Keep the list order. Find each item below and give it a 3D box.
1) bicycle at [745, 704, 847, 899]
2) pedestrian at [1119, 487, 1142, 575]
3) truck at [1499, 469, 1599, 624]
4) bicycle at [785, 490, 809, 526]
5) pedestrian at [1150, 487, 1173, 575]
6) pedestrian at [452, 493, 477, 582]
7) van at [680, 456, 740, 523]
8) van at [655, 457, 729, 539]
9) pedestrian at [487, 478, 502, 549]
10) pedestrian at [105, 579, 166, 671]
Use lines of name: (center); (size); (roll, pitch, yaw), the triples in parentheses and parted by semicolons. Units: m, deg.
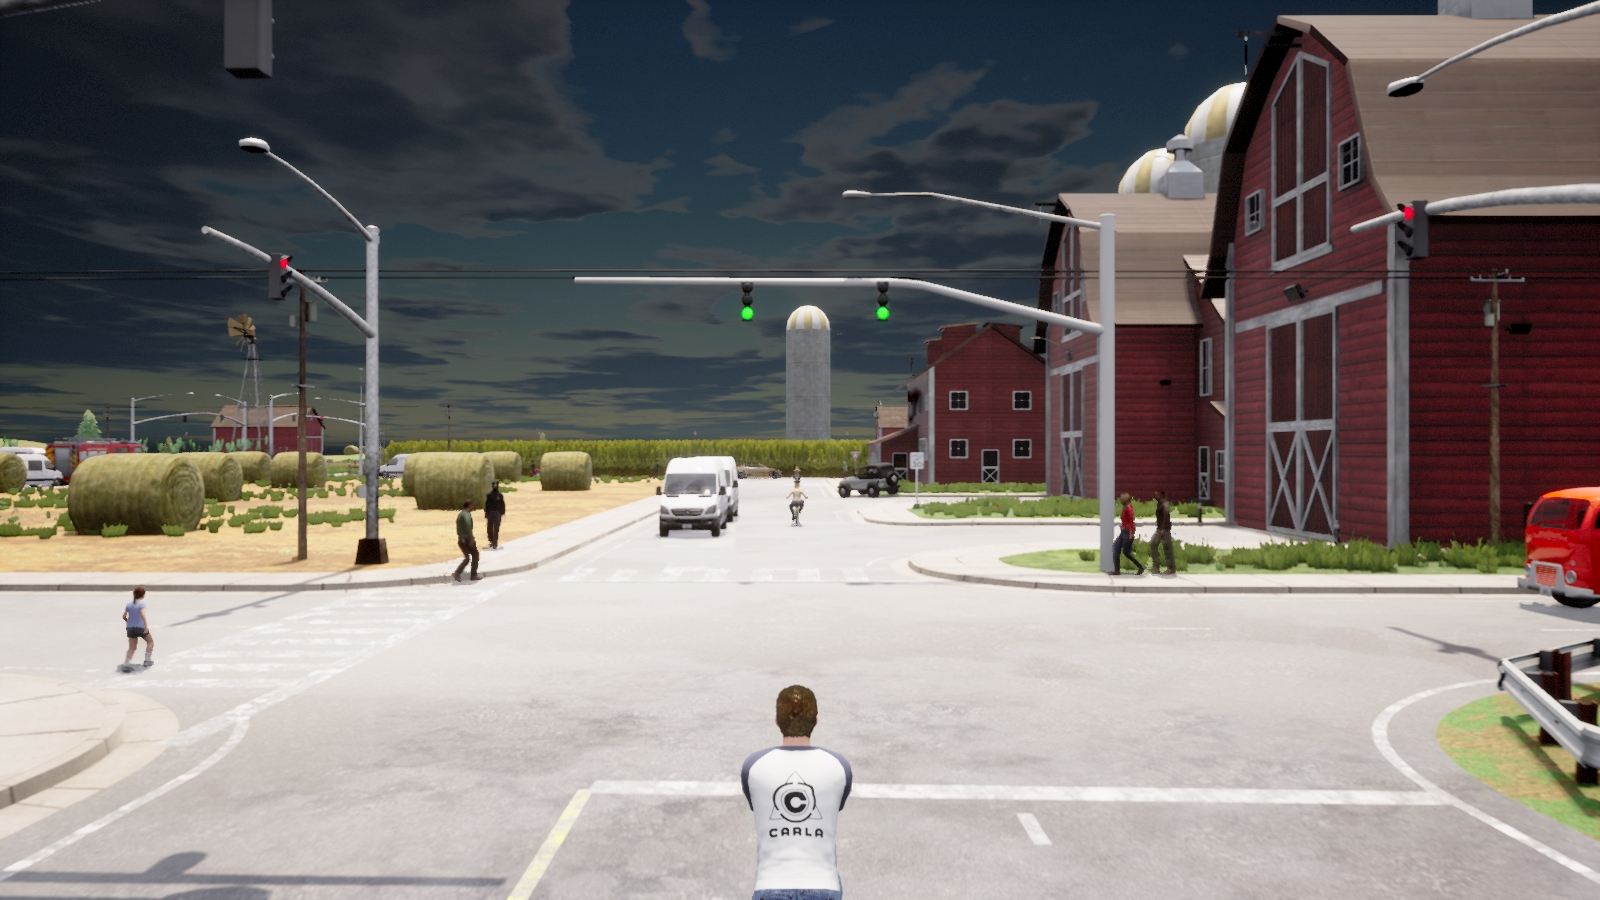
bicycle: (-0.015, 2.034, 4.987); (0.373, 1.496, 1.643); (0, 0, 0)
pedestrian: (7.019, 1.715, 24.288); (0.375, 1.860, 0.375); (0, 0, -3)
truck: (15.496, 1.584, 19.744); (5.204, 2.467, 2.627); (0, 0, 0)
bicycle: (-0.113, 2.163, 43.055); (0.859, 1.276, 1.487); (0, 0, 0)
pedestrian: (7.713, 1.715, 24.363); (0.375, 1.860, 0.375); (0, 0, 0)
pedestrian: (-7.113, 1.846, 24.224); (0.375, 1.860, 0.375); (0, 0, -42)
van: (-3.622, 1.543, 46.927); (1.988, 2.561, 5.915); (0, 0, 0)
van: (-3.602, 1.534, 39.203); (1.988, 2.561, 5.915); (0, 0, 0)
pedestrian: (-8.151, 1.693, 30.526); (0.375, 1.860, 0.375); (0, 0, -13)
pedestrian: (-8.536, 2.240, 14.691); (0.500, 1.100, 0.500); (0, 0, 0)
